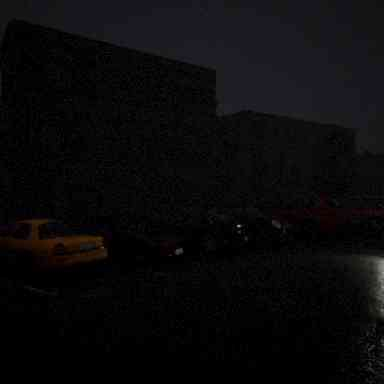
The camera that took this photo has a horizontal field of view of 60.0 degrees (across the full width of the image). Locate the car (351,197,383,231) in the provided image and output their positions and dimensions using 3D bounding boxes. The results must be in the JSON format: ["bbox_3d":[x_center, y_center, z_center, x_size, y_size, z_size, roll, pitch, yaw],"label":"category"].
[{"bbox_3d":[9.574,1.353,20.387,4.553,1.767,2.185,-1,-1,34],"label":"car"}]

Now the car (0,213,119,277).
[{"bbox_3d":[-4.931,1.481,10.288,5.366,1.575,1.946,-1,0,35],"label":"car"}]

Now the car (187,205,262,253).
[{"bbox_3d":[0.003,1.478,13.585,4.892,1.521,2.231,-1,0,35],"label":"car"}]

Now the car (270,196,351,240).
[{"bbox_3d":[4.748,1.224,17.015,5.566,2.045,2.435,-1,-1,35],"label":"car"}]

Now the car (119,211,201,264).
[{"bbox_3d":[-2.365,1.508,11.865,4.792,1.488,2.163,-1,-1,35],"label":"car"}]

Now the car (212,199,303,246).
[{"bbox_3d":[2.365,1.349,15.322,4.553,1.767,2.185,-1,-1,34],"label":"car"}]

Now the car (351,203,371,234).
[{"bbox_3d":[7.164,1.517,18.705,4.674,1.452,2.002,-1,-1,35],"label":"car"}]
